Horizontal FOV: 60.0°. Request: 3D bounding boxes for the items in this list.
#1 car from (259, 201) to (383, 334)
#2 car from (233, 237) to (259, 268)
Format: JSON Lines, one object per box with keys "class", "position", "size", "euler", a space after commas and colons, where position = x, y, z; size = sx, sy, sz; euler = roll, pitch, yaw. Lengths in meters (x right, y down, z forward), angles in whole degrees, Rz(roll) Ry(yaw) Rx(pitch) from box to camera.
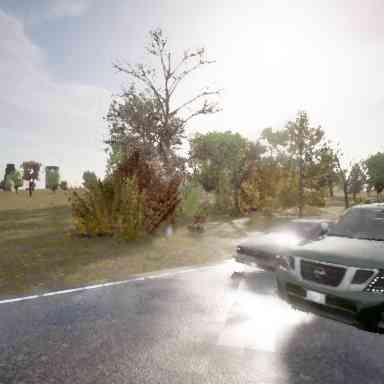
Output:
{"class": "car", "position": [4.117, 1.221, 6.593], "size": [5.566, 2.045, 2.150], "euler": [0, 0, -35]}
{"class": "car", "position": [3.809, 1.546, 10.354], "size": [5.357, 1.411, 2.033], "euler": [0, 0, -35]}
